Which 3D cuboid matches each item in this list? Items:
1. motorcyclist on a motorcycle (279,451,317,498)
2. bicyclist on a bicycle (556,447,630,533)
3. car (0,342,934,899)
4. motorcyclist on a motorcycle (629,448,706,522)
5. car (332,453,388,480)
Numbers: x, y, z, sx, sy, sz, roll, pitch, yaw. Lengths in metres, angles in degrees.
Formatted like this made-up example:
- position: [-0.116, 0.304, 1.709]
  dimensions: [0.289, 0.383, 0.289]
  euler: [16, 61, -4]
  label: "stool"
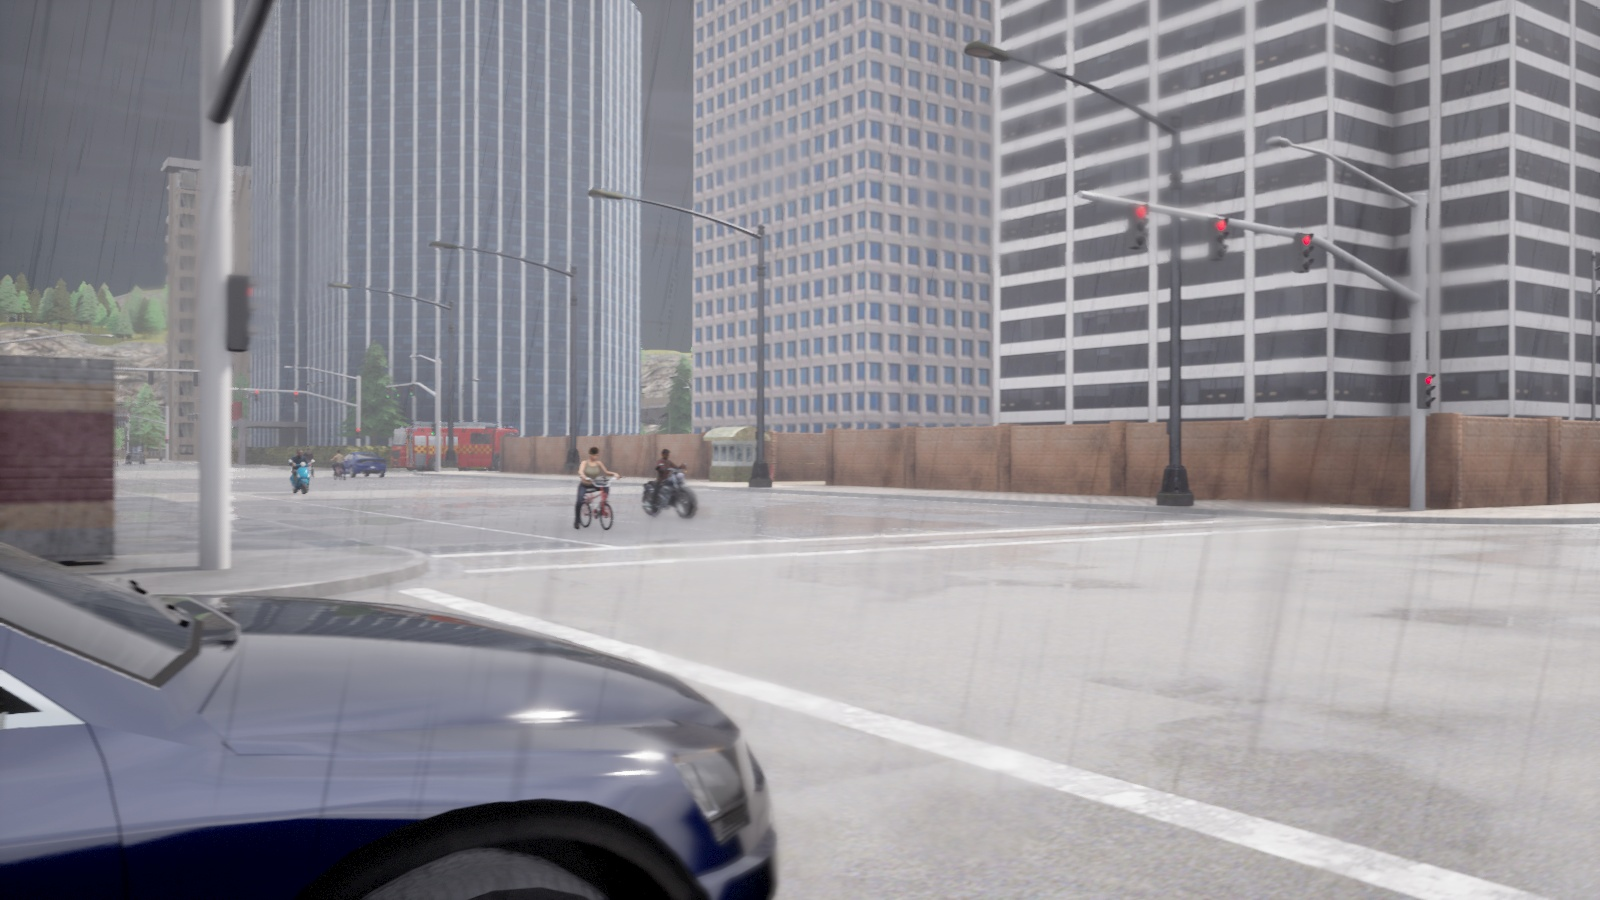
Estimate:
- position: [-17.634, 0.845, 44.092]
  dimensions: [0.866, 1.590, 1.817]
  euler: [0, 0, -35]
  label: "motorcyclist on a motorcycle"
- position: [-4.048, 0.759, 24.471]
  dimensions: [0.866, 1.612, 1.509]
  euler: [0, 0, -35]
  label: "bicyclist on a bicycle"
- position: [-2.292, 0.682, 2.068]
  dimensions: [4.856, 1.649, 2.033]
  euler: [0, 0, -35]
  label: "car"
- position: [-3.107, 0.788, 29.253]
  dimensions: [0.766, 1.649, 2.350]
  euler: [0, 0, -35]
  label: "motorcyclist on a motorcycle"
- position: [-26.403, 0.971, 75.200]
  dimensions: [1.882, 1.535, 5.008]
  euler: [0, 0, -35]
  label: "car"
